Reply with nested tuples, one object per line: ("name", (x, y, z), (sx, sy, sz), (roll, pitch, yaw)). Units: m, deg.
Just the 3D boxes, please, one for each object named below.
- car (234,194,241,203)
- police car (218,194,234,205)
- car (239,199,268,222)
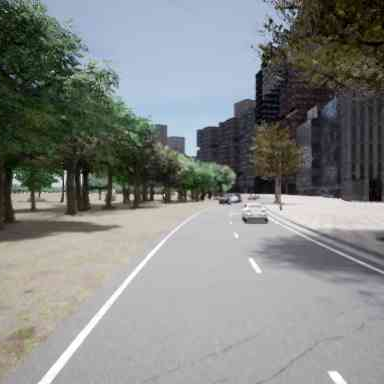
("car", (8.575, 1.390, 71.352), (2.150, 2.045, 5.566), (0, 0, 15))
("police car", (6.133, 1.567, 61.764), (1.930, 1.638, 5.238), (0, 0, 13))
("car", (5.027, 1.591, 27.058), (1.812, 1.442, 4.674), (0, 0, 6))
